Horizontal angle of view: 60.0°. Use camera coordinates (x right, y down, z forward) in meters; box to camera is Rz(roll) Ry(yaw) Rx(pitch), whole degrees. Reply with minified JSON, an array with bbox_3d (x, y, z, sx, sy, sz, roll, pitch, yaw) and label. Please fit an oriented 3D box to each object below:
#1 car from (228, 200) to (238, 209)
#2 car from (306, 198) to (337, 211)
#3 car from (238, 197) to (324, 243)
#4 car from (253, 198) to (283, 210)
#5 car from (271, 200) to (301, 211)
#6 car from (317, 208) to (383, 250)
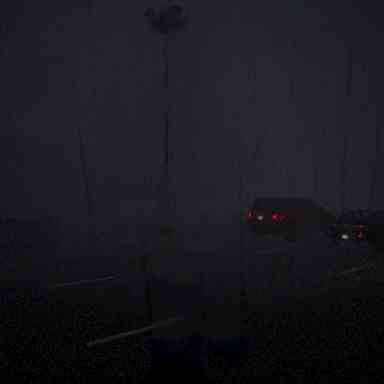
[{"bbox_3d":[7.236,1.747,48.216,1.895,1.301,4.718,0,0,42],"label":"car"},{"bbox_3d":[16.906,1.633,43.315,2.128,1.511,4.902,0,0,41],"label":"car"},{"bbox_3d":[5.158,1.274,16.869,5.566,2.045,2.150,0,0,-40],"label":"car"},{"bbox_3d":[10.748,1.623,46.906,1.882,1.535,5.008,0,0,42],"label":"car"},{"bbox_3d":[12.366,1.738,43.460,1.895,1.301,4.718,0,0,42],"label":"car"},{"bbox_3d":[7.843,1.542,14.580,4.902,1.511,2.128,0,0,-40],"label":"car"}]
